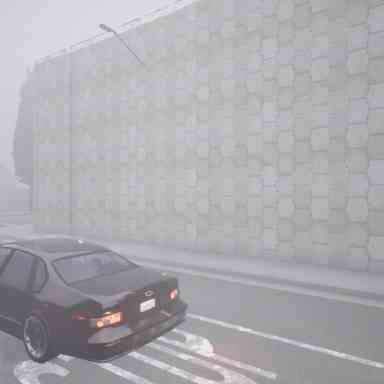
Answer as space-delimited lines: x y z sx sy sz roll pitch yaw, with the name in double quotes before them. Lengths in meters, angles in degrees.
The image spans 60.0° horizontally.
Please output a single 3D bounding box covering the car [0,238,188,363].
"car" -2.638 1.547 5.859 5.357 1.411 2.033 0 0 35
